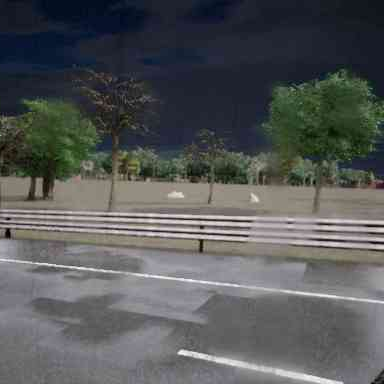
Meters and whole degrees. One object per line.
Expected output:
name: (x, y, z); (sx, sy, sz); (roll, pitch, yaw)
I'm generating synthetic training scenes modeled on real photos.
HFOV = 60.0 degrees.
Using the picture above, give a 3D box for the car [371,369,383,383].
car: (3.460, 1.496, 1.368); (4.902, 1.511, 2.128); (0, 0, 23)
